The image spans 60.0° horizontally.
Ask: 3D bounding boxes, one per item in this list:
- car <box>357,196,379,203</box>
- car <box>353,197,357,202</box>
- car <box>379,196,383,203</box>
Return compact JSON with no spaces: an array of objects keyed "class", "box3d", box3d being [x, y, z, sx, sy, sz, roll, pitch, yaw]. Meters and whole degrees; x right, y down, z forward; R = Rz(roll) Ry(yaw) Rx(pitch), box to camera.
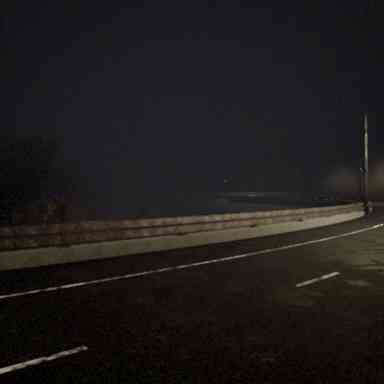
[{"class":"car","box3d":[39.086,1.612,74.067,1.812,1.442,4.674,0,0,8]},{"class":"car","box3d":[39.769,1.778,78.685,1.837,1.490,4.892,0,0,5]},{"class":"car","box3d":[42.531,1.595,73.444,1.812,1.442,4.674,0,0,8]}]
